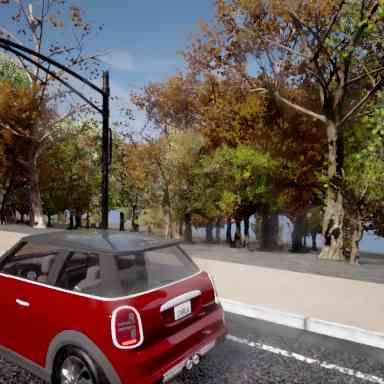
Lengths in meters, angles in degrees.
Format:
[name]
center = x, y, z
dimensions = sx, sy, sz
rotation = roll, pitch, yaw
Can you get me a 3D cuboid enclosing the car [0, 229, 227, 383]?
[car]
center = -1.832, 1.351, 4.992
dimensions = 4.553, 1.767, 2.097
rotation = 0, 0, 36
